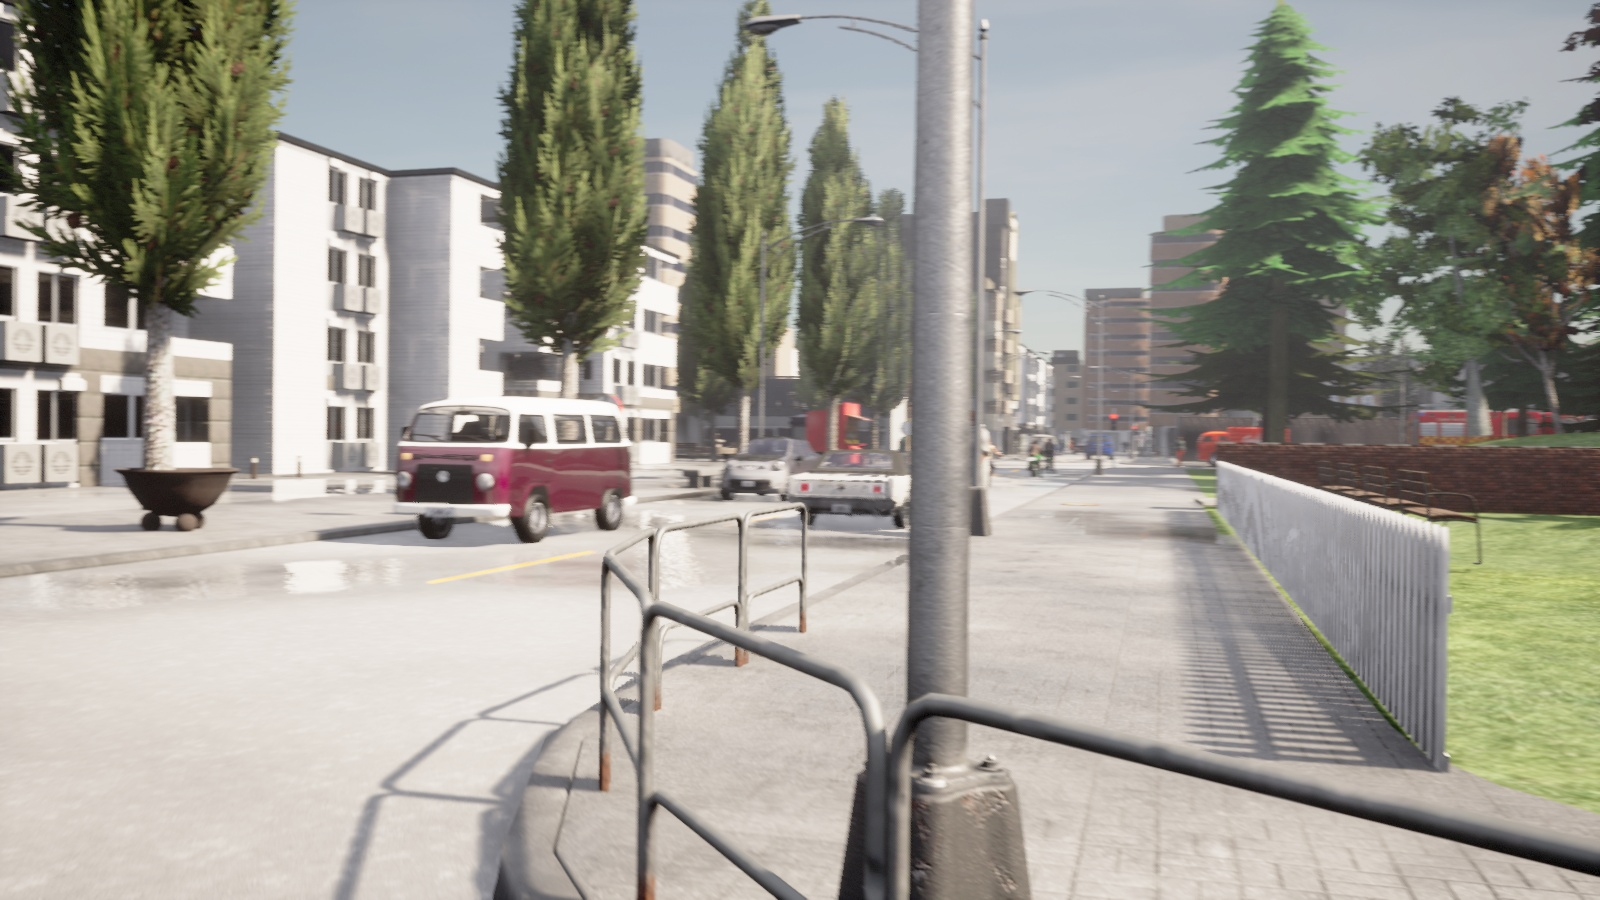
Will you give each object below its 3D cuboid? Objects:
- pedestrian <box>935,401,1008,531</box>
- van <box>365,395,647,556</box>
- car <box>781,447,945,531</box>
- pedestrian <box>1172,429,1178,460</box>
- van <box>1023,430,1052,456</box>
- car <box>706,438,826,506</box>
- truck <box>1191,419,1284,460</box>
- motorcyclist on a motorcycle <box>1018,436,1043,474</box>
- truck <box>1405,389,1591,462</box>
[{"bbox_3d":[2.631,0.239,19.291,0.873,1.952,0.659,-1,1,-24],"label":"pedestrian"},{"bbox_3d":[-4.081,0.308,18.336,2.069,2.038,4.480,0,1,16],"label":"van"},{"bbox_3d":[1.252,0.616,22.437,1.895,1.301,4.718,0,1,16],"label":"car"},{"bbox_3d":[22.366,-0.345,74.892,0.353,1.847,0.614,0,1,16],"label":"pedestrian"},{"bbox_3d":[18.443,-0.533,97.409,1.775,1.987,4.442,0,1,16],"label":"van"},{"bbox_3d":[-0.750,0.470,29.987,1.845,1.501,3.633,0,1,16],"label":"car"},{"bbox_3d":[26.527,-0.622,76.416,5.204,2.467,2.627,0,1,16],"label":"truck"},{"bbox_3d":[9.251,0.190,50.423,0.797,1.523,2.044,0,1,16],"label":"motorcyclist on a motorcycle"},{"bbox_3d":[38.126,-1.298,68.941,8.468,3.827,2.891,0,1,16],"label":"truck"}]
